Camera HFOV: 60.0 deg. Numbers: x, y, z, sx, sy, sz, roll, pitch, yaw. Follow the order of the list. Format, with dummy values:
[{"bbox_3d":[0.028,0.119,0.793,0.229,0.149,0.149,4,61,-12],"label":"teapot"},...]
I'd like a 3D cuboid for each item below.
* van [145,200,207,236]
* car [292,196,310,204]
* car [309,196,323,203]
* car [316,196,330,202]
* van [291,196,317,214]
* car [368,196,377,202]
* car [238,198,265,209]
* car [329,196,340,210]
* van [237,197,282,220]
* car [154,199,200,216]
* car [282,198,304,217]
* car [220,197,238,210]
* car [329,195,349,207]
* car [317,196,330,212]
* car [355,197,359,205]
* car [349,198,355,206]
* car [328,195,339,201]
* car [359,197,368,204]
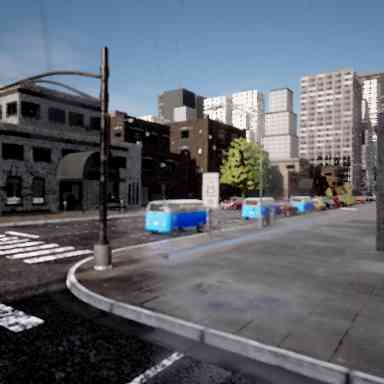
[{"bbox_3d":[-0.736,1.333,18.081,1.690,1.788,3.998,1,0,35],"label":"van"},{"bbox_3d":[20.903,1.571,63.615,1.887,1.381,4.507,1,0,35],"label":"car"},{"bbox_3d":[27.138,1.593,72.523,1.752,1.417,4.829,1,0,35],"label":"car"},{"bbox_3d":[30.401,1.656,77.187,1.947,1.339,4.313,1,0,35],"label":"car"},{"bbox_3d":[11.929,1.393,36.176,1.690,1.788,3.998,1,0,35],"label":"van"},{"bbox_3d":[43.589,1.818,81.415,1.947,1.339,4.313,1,0,35],"label":"car"},{"bbox_3d":[8.238,1.497,45.521,1.887,1.381,4.507,1,0,35],"label":"car"},{"bbox_3d":[18.259,1.652,45.224,1.947,1.339,4.313,1,0,35],"label":"car"},{"bbox_3d":[5.596,1.361,27.128,1.690,1.788,3.998,1,0,35],"label":"van"},{"bbox_3d":[-1.358,1.428,31.809,1.752,1.417,4.829,1,0,35],"label":"car"},{"bbox_3d":[8.760,1.580,31.652,1.887,1.381,4.507,1,0,35],"label":"car"},{"bbox_3d":[5.074,1.375,40.997,1.967,1.590,4.097,1,0,35],"label":"car"},{"bbox_3d":[21.428,1.420,49.748,2.192,1.841,5.009,1,0,35],"label":"car"},{"bbox_3d":[15.191,1.595,40.840,1.752,1.417,4.829,1,0,35],"label":"car"},{"bbox_3d":[27.856,1.669,58.935,1.752,1.417,4.829,1,0,35],"label":"car"},{"bbox_3d":[24.595,1.439,54.272,2.192,1.841,5.009,1,0,35],"label":"car"},{"bbox_3d":[36.734,1.575,86.234,1.967,1.590,4.097,1,0,35],"label":"car"},{"bbox_3d":[34.090,1.730,67.844,1.887,1.381,4.507,1,0,35],"label":"car"}]
